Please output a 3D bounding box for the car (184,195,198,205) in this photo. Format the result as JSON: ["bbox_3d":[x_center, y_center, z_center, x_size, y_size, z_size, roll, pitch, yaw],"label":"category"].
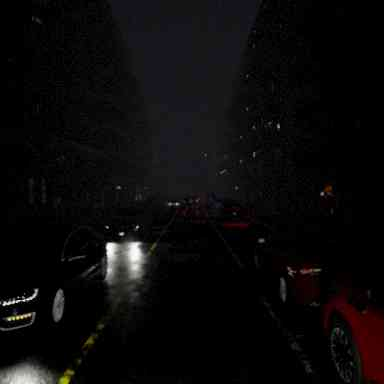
[{"bbox_3d":[-0.181,1.283,53.235,2.128,1.511,4.902,0,0,0],"label":"car"}]

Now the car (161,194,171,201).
[{"bbox_3d":[-5.967,1.255,75.729,1.947,1.339,4.313,-1,0,0],"label":"car"}]

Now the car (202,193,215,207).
[{"bbox_3d":[2.475,1.127,47.492,2.192,1.841,5.009,-1,0,0],"label":"car"}]

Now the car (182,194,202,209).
[{"bbox_3d":[-0.134,1.202,42.054,2.097,1.767,4.553,0,0,0],"label":"car"}]

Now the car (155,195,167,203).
[{"bbox_3d":[-5.927,1.288,64.398,1.887,1.381,4.507,-1,0,0],"label":"car"}]

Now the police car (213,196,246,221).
[{"bbox_3d":[3.044,1.321,26.376,1.930,1.638,5.238,0,0,0],"label":"police car"}]

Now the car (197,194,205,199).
[{"bbox_3d":[2.375,1.195,87.144,1.947,1.339,4.313,-1,0,0],"label":"car"}]

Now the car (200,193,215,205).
[{"bbox_3d":[2.455,1.103,53.158,2.192,1.841,5.009,-1,0,0],"label":"car"}]

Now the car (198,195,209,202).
[{"bbox_3d":[2.405,1.277,70.151,1.947,1.339,4.313,-1,0,0],"label":"car"}]

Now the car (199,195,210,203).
[{"bbox_3d":[2.420,1.282,64.487,1.887,1.381,4.507,-1,0,0],"label":"car"}]

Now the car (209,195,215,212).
[{"bbox_3d":[3.025,1.347,33.267,1.882,1.535,5.008,0,0,0],"label":"car"}]

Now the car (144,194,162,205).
[{"bbox_3d":[-5.867,1.362,47.405,1.887,1.381,4.507,-1,0,0],"label":"car"}]

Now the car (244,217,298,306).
[{"bbox_3d":[2.620,1.514,7.844,1.887,1.381,4.507,-1,0,0],"label":"car"}]

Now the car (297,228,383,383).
[{"bbox_3d":[2.635,1.305,2.179,2.192,1.841,5.009,-1,0,0],"label":"car"}]

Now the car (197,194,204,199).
[{"bbox_3d":[2.353,1.153,92.809,2.008,1.369,4.403,-1,0,0],"label":"car"}]

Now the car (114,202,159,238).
[{"bbox_3d":[-3.147,1.483,17.547,2.033,1.411,5.357,0,0,0],"label":"car"}]

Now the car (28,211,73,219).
[{"bbox_3d":[-5.747,1.498,13.418,1.887,1.381,4.507,-1,0,0],"label":"car"}]

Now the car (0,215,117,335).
[{"bbox_3d":[-3.120,1.481,7.007,1.837,1.490,4.892,0,0,0],"label":"car"}]

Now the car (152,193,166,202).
[{"bbox_3d":[-5.891,1.109,53.067,2.192,1.841,5.009,-1,0,0],"label":"car"}]

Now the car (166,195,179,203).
[{"bbox_3d":[-3.248,1.308,60.088,2.033,1.411,5.357,0,0,0],"label":"car"}]
